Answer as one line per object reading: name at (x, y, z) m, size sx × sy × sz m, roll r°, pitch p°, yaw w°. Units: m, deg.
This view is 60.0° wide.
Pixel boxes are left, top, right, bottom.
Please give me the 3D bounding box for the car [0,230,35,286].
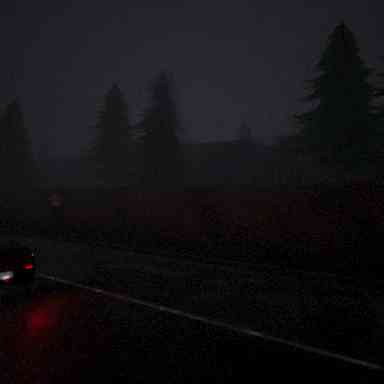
car at (-5.671, 1.541, 8.181) m, size 4.674 × 1.442 × 1.812 m, roll 0°, pitch 0°, yaw 36°
